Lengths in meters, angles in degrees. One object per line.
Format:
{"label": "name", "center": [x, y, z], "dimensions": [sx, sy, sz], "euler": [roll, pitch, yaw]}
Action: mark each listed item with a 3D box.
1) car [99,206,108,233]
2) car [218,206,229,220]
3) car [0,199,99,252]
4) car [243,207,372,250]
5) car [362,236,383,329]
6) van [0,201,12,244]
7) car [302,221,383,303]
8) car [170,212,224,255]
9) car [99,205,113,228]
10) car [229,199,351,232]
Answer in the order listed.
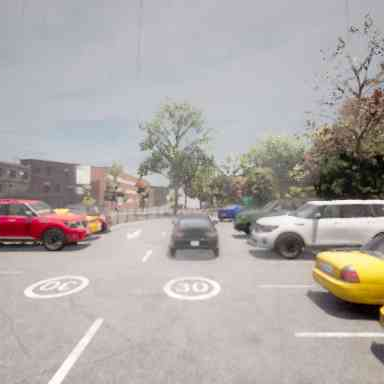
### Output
{"label": "car", "center": [-7.190, 1.628, 16.952], "dimensions": [5.008, 1.535, 2.097], "euler": [0, -1, 0]}
{"label": "car", "center": [4.368, 1.966, 31.966], "dimensions": [1.882, 1.535, 5.008], "euler": [-2, -3, 36]}
{"label": "car", "center": [-7.153, 1.330, 14.039], "dimensions": [5.566, 2.045, 2.435], "euler": [0, -1, 0]}
{"label": "car", "center": [5.075, 1.602, 15.204], "dimensions": [4.892, 1.521, 2.231], "euler": [0, -1, 0]}
{"label": "car", "center": [5.278, 1.488, 4.035], "dimensions": [5.366, 1.575, 1.946], "euler": [0, 0, 0]}
{"label": "van", "center": [-7.059, 1.291, 7.846], "dimensions": [4.442, 1.987, 1.878], "euler": [0, 0, 0]}
{"label": "car", "center": [5.279, 1.503, 6.696], "dimensions": [5.366, 1.575, 1.946], "euler": [0, 0, 0]}
{"label": "car", "center": [0.091, 1.624, 13.658], "dimensions": [1.812, 1.442, 4.674], "euler": [0, -1, 0]}
{"label": "car", "center": [-7.177, 1.552, 19.990], "dimensions": [4.553, 1.767, 2.185], "euler": [0, -1, 0]}
{"label": "car", "center": [5.041, 1.392, 17.877], "dimensions": [5.566, 2.045, 2.435], "euler": [0, -1, 0]}
